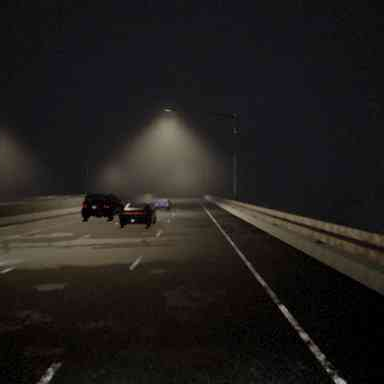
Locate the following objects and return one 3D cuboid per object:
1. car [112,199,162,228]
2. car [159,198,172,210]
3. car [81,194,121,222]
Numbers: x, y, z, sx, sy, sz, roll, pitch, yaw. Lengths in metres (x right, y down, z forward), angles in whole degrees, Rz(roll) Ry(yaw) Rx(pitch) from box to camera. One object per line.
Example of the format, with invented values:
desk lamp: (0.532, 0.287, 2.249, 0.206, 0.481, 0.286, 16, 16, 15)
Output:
car: (-3.422, 1.450, 21.628, 2.128, 1.511, 4.902, 0, 0, 0)
car: (-3.442, 1.467, 40.427, 2.033, 1.411, 5.357, 0, 0, 0)
car: (-6.926, 1.171, 26.195, 2.150, 2.045, 5.566, 0, 0, 0)
